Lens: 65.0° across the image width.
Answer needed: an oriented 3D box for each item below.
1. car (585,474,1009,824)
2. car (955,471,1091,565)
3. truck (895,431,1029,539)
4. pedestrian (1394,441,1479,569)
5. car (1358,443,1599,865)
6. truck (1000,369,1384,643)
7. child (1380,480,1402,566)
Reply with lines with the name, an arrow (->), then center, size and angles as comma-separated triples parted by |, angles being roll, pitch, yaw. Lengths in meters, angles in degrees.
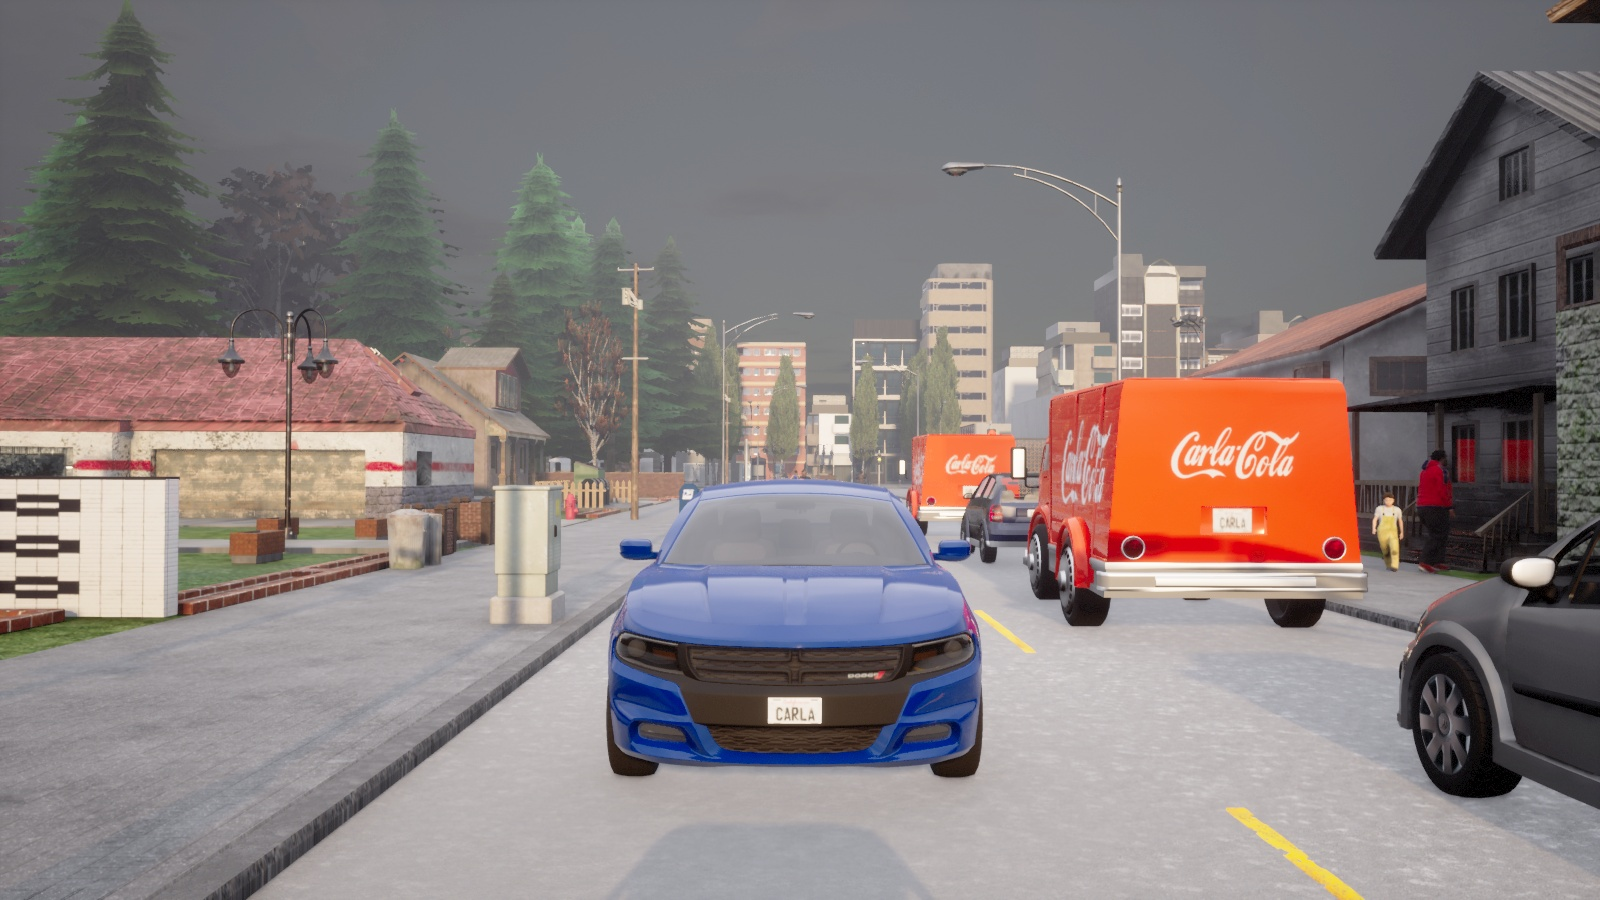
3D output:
car -> -0.024, 0.928, 8.083 | 1.882, 1.535, 5.008 | 0, -1, 0
car -> 3.938, 1.158, 22.732 | 1.789, 1.549, 3.705 | 0, -1, 0
truck -> 3.919, 0.840, 31.491 | 2.627, 2.467, 5.204 | 0, -1, -1
pedestrian -> 9.342, 0.796, 18.452 | 0.899, 1.844, 0.634 | 0, -1, 0
car -> 3.986, 0.778, 4.860 | 1.851, 1.617, 3.988 | 0, -1, 0
truck -> 3.953, 0.546, 13.944 | 2.627, 2.467, 5.204 | 0, -1, 0
child -> 8.829, 1.083, 18.758 | 0.270, 1.263, 0.437 | -1, -1, 28
